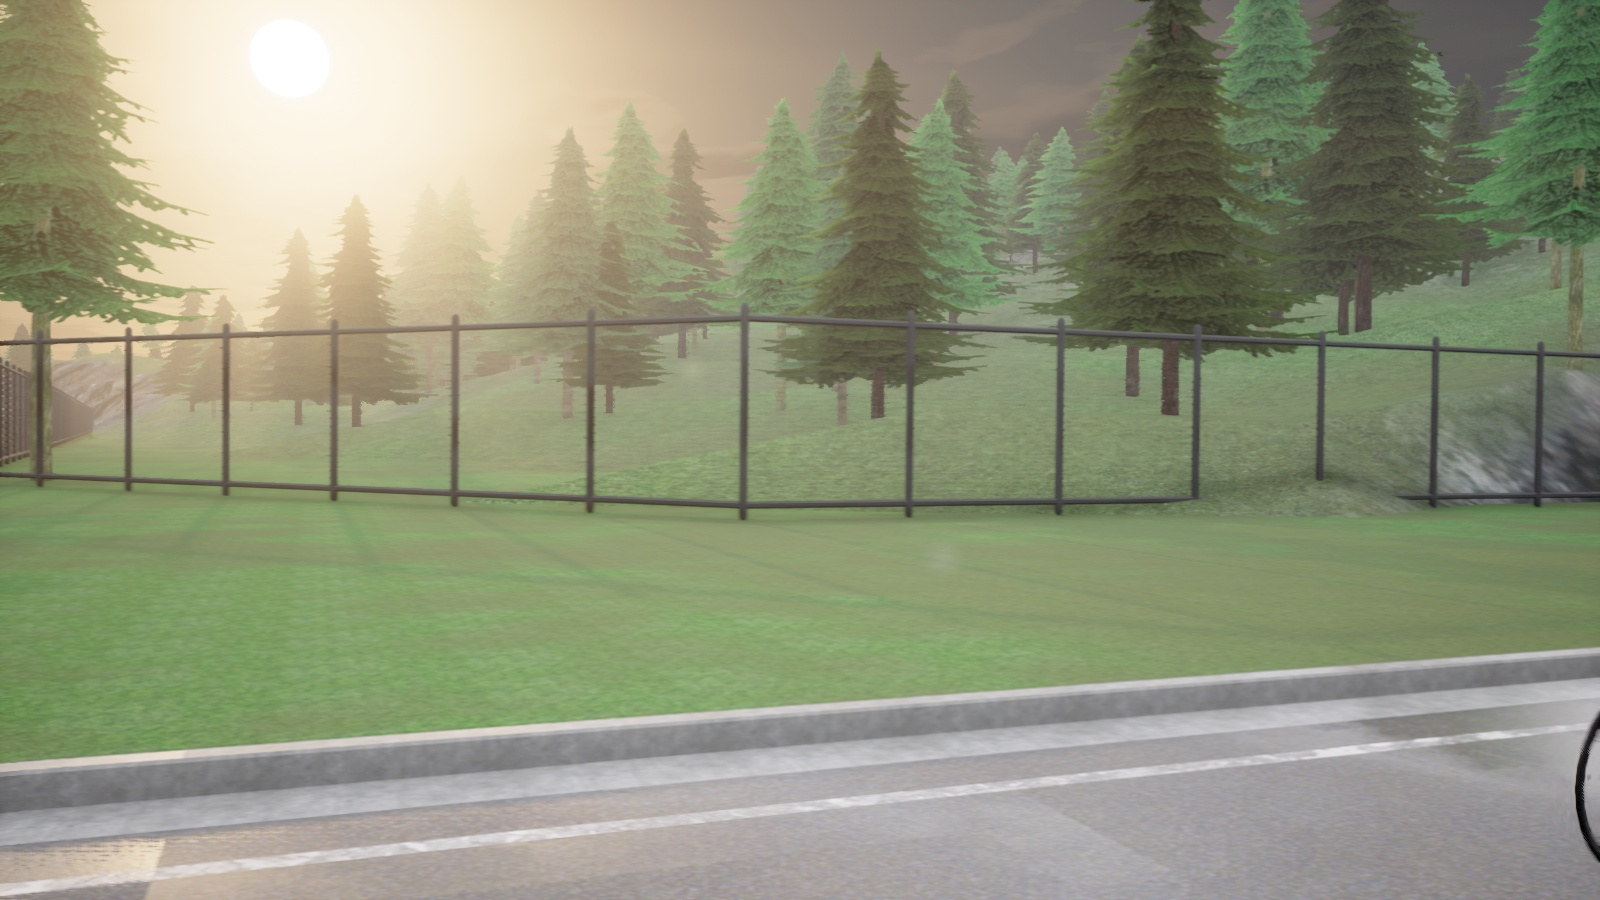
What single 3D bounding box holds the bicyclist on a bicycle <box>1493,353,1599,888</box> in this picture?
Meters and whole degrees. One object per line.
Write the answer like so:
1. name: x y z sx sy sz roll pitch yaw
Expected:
1. bicyclist on a bicycle: 3.487 0.557 4.561 1.843 1.776 0.659 -1 1 -21
